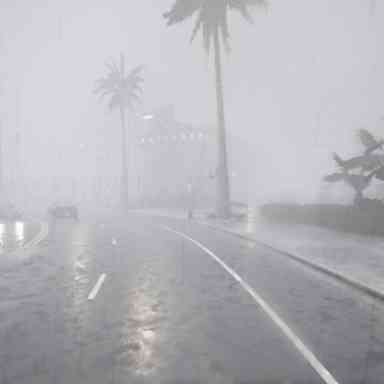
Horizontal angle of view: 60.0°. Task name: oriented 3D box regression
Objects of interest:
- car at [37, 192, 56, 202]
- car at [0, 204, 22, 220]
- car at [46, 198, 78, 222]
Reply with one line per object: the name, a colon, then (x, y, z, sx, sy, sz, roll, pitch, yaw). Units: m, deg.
car: (-31.310, 1.374, 68.804, 4.553, 1.767, 2.185, 0, 0, 24)
car: (-15.865, 1.668, 28.354, 1.895, 1.301, 4.718, 0, 0, -37)
car: (-10.620, 1.515, 27.044, 1.882, 1.535, 5.008, 0, 0, -31)
